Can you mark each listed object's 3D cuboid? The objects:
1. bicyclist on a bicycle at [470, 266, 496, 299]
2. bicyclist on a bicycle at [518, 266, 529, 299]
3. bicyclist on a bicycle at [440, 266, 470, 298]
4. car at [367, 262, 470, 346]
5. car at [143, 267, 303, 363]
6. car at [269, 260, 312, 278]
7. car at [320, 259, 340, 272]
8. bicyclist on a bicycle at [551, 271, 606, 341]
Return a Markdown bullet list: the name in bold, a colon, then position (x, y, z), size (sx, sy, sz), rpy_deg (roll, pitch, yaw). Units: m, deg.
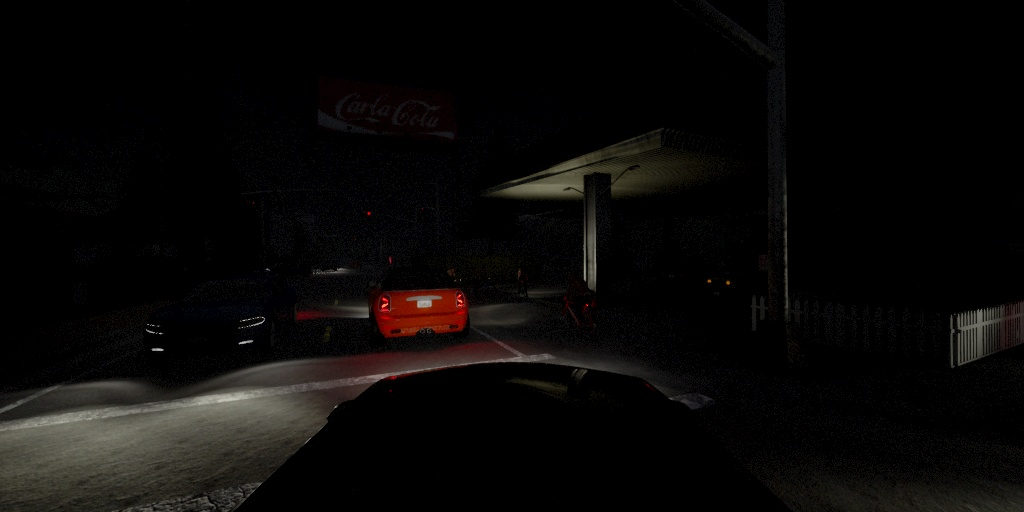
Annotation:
- **bicyclist on a bicycle**: position (-1.549, 1.308, 17.834), size (1.656, 1.620, 0.582), rpy_deg (1, 0, -22)
- **bicyclist on a bicycle**: position (0.558, 1.304, 17.977), size (0.582, 1.620, 1.656), rpy_deg (0, 0, 15)
- **bicyclist on a bicycle**: position (-2.838, 1.280, 16.435), size (1.656, 1.620, 0.582), rpy_deg (1, 0, 36)
- **car**: position (-2.663, 1.031, 9.509), size (2.097, 1.767, 4.553), rpy_deg (0, 0, -23)
- **car**: position (-6.362, 1.180, 8.390), size (1.882, 1.535, 5.008), rpy_deg (0, 0, -24)
- **car**: position (-20.770, 1.190, 32.549), size (2.097, 1.767, 4.553), rpy_deg (-1, 1, 24)
- **car**: position (-24.604, 1.323, 48.275), size (1.837, 1.490, 4.892), rpy_deg (0, 0, -24)
- **bicyclist on a bicycle**: position (1.595, 1.191, 8.781), size (0.582, 1.620, 1.656), rpy_deg (3, -2, -43)
